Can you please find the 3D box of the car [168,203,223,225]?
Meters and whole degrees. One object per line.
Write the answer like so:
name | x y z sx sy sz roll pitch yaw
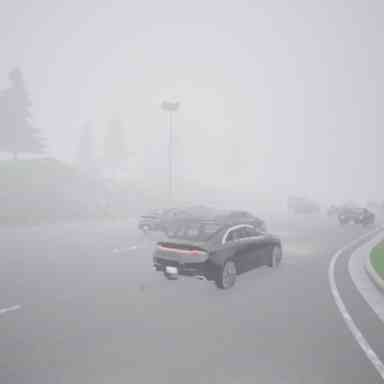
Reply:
car | 0.409 1.692 26.554 1.837 1.490 4.892 0 -1 36

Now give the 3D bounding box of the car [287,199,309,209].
car | 18.142 2.042 56.910 2.128 1.511 4.902 0 0 36

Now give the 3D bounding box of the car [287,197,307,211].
car | 15.280 1.677 47.014 2.150 2.045 5.566 0 -1 36

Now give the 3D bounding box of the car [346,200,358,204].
car | 27.708 2.118 58.164 1.882 1.535 5.008 0 -1 36

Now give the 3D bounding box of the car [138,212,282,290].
car | 0.967 1.567 9.463 2.128 1.511 4.902 0 0 36

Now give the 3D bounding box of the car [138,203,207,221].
car | -0.908 1.616 18.788 2.128 1.511 4.902 0 0 36

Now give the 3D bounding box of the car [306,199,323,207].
car | 24.099 2.183 65.275 1.812 1.442 4.674 0 0 36

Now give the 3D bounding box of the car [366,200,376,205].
car | 30.574 2.156 56.154 1.837 1.490 4.892 0 0 36

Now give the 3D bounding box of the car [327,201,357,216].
car | 16.378 1.995 36.622 1.895 1.301 4.718 0 0 36

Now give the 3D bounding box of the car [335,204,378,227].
car | 12.875 1.891 25.847 1.895 1.301 4.718 0 -1 36

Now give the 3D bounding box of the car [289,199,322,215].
car | 13.511 1.875 38.630 2.128 1.511 4.902 0 -1 36

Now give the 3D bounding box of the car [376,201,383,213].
car | 26.815 1.893 45.027 2.097 1.767 4.553 0 -1 36

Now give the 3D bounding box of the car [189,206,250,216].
car | 2.173 1.642 17.076 1.837 1.490 4.892 0 -1 36
